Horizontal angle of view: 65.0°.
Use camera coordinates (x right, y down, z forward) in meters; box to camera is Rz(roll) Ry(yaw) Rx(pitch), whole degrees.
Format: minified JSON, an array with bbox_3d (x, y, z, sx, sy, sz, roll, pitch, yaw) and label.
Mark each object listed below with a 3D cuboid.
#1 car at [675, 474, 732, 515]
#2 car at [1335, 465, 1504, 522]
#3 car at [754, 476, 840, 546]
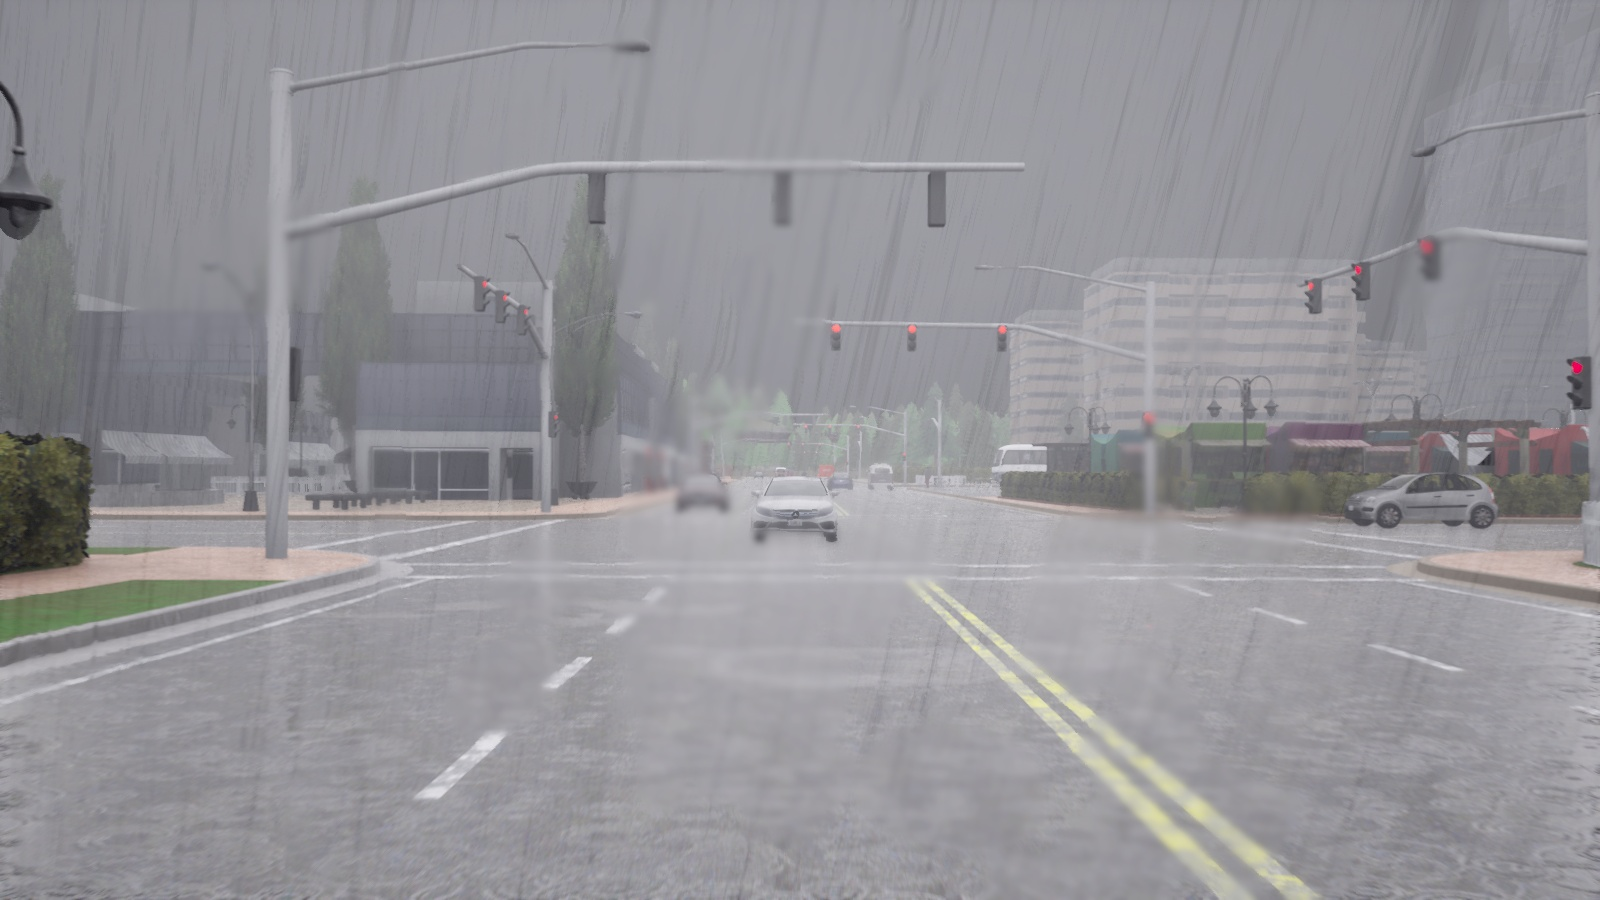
[{"bbox_3d":[-3.617,1.655,47.798,1.812,1.442,4.674,0,-1,0],"label":"car"},{"bbox_3d":[18.001,1.253,36.588,3.988,1.617,1.851,0,-1,-2],"label":"car"},{"bbox_3d":[-0.070,1.321,28.709,1.812,1.442,4.674,0,-1,0],"label":"car"}]
